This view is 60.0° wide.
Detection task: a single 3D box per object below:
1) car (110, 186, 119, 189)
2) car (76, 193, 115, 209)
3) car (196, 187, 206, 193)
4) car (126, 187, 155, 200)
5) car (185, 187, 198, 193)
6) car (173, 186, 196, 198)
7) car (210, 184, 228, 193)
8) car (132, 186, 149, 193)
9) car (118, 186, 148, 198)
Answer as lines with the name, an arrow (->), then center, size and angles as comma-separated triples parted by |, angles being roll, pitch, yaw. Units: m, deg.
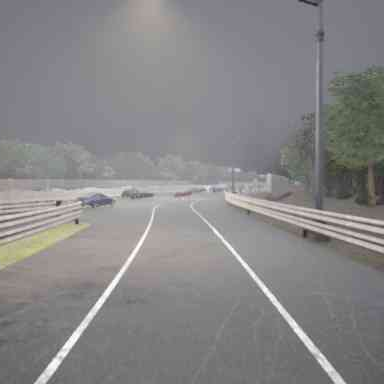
car -> -19.728, -0.797, 86.845 | 2.097, 1.767, 4.553 | 0, 2, 19
car -> -9.279, 0.803, 32.159 | 1.812, 1.442, 4.674 | 0, 2, 19
car -> 1.803, -0.445, 74.179 | 1.812, 1.442, 4.674 | 0, 2, 19
car -> -7.209, 0.409, 48.565 | 1.895, 1.301, 4.718 | 0, 2, 19
car -> -0.097, -0.545, 79.362 | 1.994, 1.385, 4.181 | 0, 2, 19
car -> -1.368, 0.196, 54.610 | 1.895, 1.301, 4.718 | 0, 2, 19
car -> 6.226, -0.582, 76.235 | 1.882, 1.535, 5.008 | 0, 2, 19
car -> -13.021, -0.623, 84.820 | 2.128, 1.511, 4.902 | 0, 2, 19
car -> -9.387, 0.210, 52.911 | 1.837, 1.490, 4.892 | 0, 2, 19
